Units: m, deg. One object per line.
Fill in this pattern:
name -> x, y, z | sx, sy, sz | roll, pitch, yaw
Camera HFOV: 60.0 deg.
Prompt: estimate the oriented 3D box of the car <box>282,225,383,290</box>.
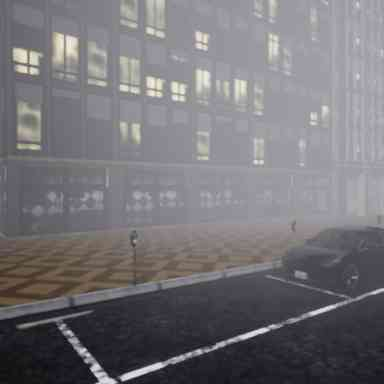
car -> 4.387, 1.633, 9.236 | 4.313, 1.339, 1.947 | 1, -1, -35
